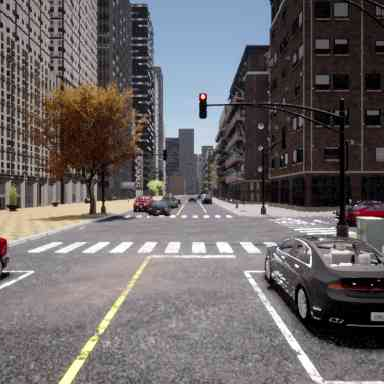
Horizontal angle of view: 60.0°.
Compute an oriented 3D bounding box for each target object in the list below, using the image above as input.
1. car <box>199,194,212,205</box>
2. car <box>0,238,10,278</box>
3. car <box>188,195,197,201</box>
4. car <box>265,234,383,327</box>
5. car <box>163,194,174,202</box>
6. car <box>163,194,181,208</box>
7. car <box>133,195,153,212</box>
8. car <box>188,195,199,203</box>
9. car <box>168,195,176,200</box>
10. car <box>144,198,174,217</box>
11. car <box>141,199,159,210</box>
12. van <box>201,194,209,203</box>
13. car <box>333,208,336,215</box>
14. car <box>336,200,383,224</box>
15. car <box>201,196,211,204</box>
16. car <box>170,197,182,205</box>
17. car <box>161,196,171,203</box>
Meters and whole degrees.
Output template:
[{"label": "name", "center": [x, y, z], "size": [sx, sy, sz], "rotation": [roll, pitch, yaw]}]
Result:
[{"label": "car", "center": [2.783, 1.611, 61.427], "size": [1.947, 1.339, 4.313], "rotation": [0, 0, 0]}, {"label": "car", "center": [-5.682, 1.545, 6.961], "size": [1.887, 1.381, 4.507], "rotation": [0, 0, 0]}, {"label": "car", "center": [0.121, 1.462, 79.084], "size": [2.033, 1.411, 5.357], "rotation": [0, 0, 0]}, {"label": "car", "center": [2.698, 1.551, 6.948], "size": [2.008, 1.369, 4.403], "rotation": [0, 0, 0]}, {"label": "car", "center": [-5.573, 1.386, 78.009], "size": [2.192, 1.841, 5.009], "rotation": [0, 0, 0]}, {"label": "car", "center": [-3.031, 1.383, 47.044], "size": [2.097, 1.767, 4.553], "rotation": [0, 0, -1]}, {"label": "car", "center": [-5.633, 1.336, 39.349], "size": [2.192, 1.841, 5.009], "rotation": [0, 0, 0]}, {"label": "car", "center": [0.104, 1.547, 68.661], "size": [2.128, 1.511, 4.902], "rotation": [0, 0, 0]}, {"label": "car", "center": [-5.547, 1.654, 94.578], "size": [2.008, 1.369, 4.403], "rotation": [0, 0, 0]}, {"label": "car", "center": [-3.051, 1.578, 31.807], "size": [1.994, 1.385, 4.181], "rotation": [0, 0, 0]}, {"label": "car", "center": [-5.624, 1.592, 44.872], "size": [1.947, 1.339, 4.313], "rotation": [0, 0, 0]}, {"label": "van", "center": [2.799, 1.402, 72.474], "size": [1.690, 1.788, 3.998], "rotation": [0, 0, 0]}, {"label": "car", "center": [13.465, 1.350, 26.337], "size": [4.403, 1.369, 2.008], "rotation": [-1, 1, 0]}, {"label": "car", "center": [11.658, 1.387, 20.653], "size": [4.181, 1.385, 1.994], "rotation": [-1, 0, 1]}, {"label": "car", "center": [2.792, 1.578, 67.120], "size": [1.752, 1.417, 4.829], "rotation": [0, 0, 0]}, {"label": "car", "center": [-2.976, 1.645, 61.300], "size": [1.895, 1.301, 4.718], "rotation": [0, 0, 0]}, {"label": "car", "center": [-5.581, 1.627, 72.487], "size": [1.947, 1.339, 4.313], "rotation": [0, 0, 0]}]
